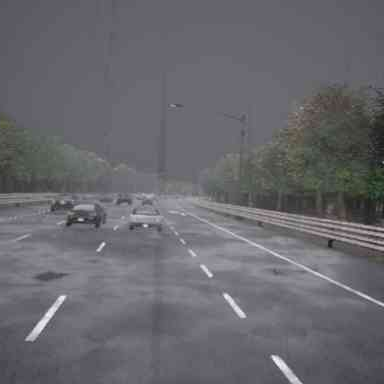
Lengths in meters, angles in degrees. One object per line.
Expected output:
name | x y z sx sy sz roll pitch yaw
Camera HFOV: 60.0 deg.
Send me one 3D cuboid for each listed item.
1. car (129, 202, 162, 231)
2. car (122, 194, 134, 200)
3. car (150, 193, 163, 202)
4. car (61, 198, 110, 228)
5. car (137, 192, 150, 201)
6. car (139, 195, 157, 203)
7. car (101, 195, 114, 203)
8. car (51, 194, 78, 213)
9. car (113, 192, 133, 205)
car | -2.917 1.601 20.890 1.895 1.301 4.718 3 0 -8
car | -16.270 1.291 84.520 2.128 1.511 4.902 3 0 -2
car | -9.316 1.700 85.567 2.033 1.411 5.357 3 0 -2
car | -6.370 1.329 20.364 1.812 1.442 4.674 3 0 -8
car | -12.793 1.502 85.018 2.033 1.411 5.357 3 0 -2
car | -7.713 1.632 58.561 1.895 1.301 4.718 3 0 -5
car | -14.644 1.237 57.543 1.895 1.301 4.718 3 0 -5
car | -11.395 0.955 30.681 2.097 1.767 4.553 3 0 -8
car | -10.663 1.044 53.133 2.150 2.045 5.566 3 0 -6
